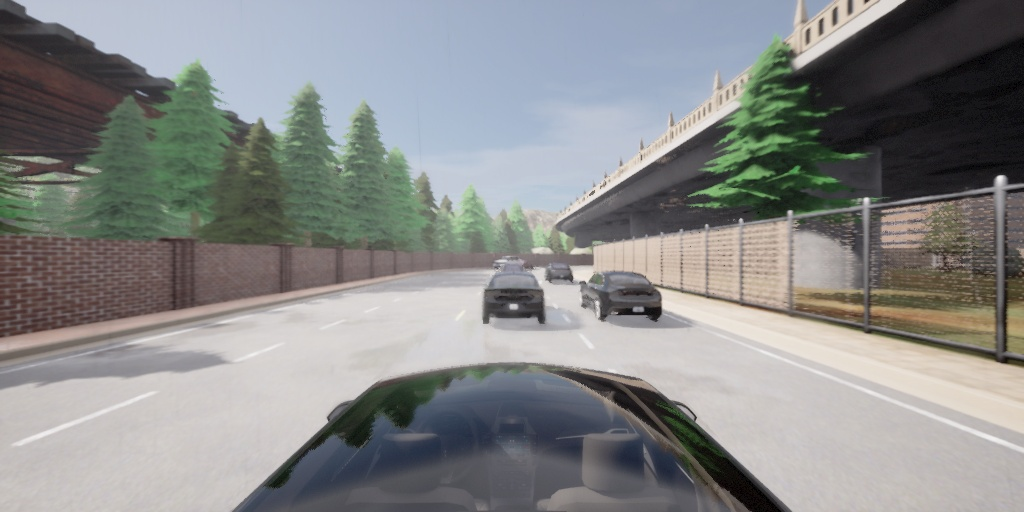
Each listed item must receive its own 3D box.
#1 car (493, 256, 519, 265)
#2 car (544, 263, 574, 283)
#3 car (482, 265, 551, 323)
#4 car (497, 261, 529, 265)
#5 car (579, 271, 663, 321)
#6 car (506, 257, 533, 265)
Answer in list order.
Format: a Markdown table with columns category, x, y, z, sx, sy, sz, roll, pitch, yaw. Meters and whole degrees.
| category | x | y | z | sx | sy | sz | roll | pitch | yaw |
| --- | --- | --- | --- | --- | --- | --- | --- | --- | --- |
| car | -0.723 | 1.024 | 55.660 | 2.150 | 2.045 | 5.566 | 0 | 0 | 33 |
| car | 3.579 | 1.267 | 27.832 | 2.128 | 1.511 | 4.902 | 0 | 0 | 0 |
| car | 0.069 | 1.238 | 12.220 | 1.882 | 1.535 | 5.008 | 0 | 0 | 0 |
| car | 0.084 | 1.340 | 28.407 | 1.994 | 1.385 | 4.181 | 0 | 0 | 0 |
| car | 3.572 | 1.264 | 12.502 | 1.837 | 1.490 | 4.892 | 0 | 0 | 0 |
| car | 1.520 | 1.325 | 52.569 | 1.812 | 1.442 | 4.674 | 0 | 0 | 31 |
